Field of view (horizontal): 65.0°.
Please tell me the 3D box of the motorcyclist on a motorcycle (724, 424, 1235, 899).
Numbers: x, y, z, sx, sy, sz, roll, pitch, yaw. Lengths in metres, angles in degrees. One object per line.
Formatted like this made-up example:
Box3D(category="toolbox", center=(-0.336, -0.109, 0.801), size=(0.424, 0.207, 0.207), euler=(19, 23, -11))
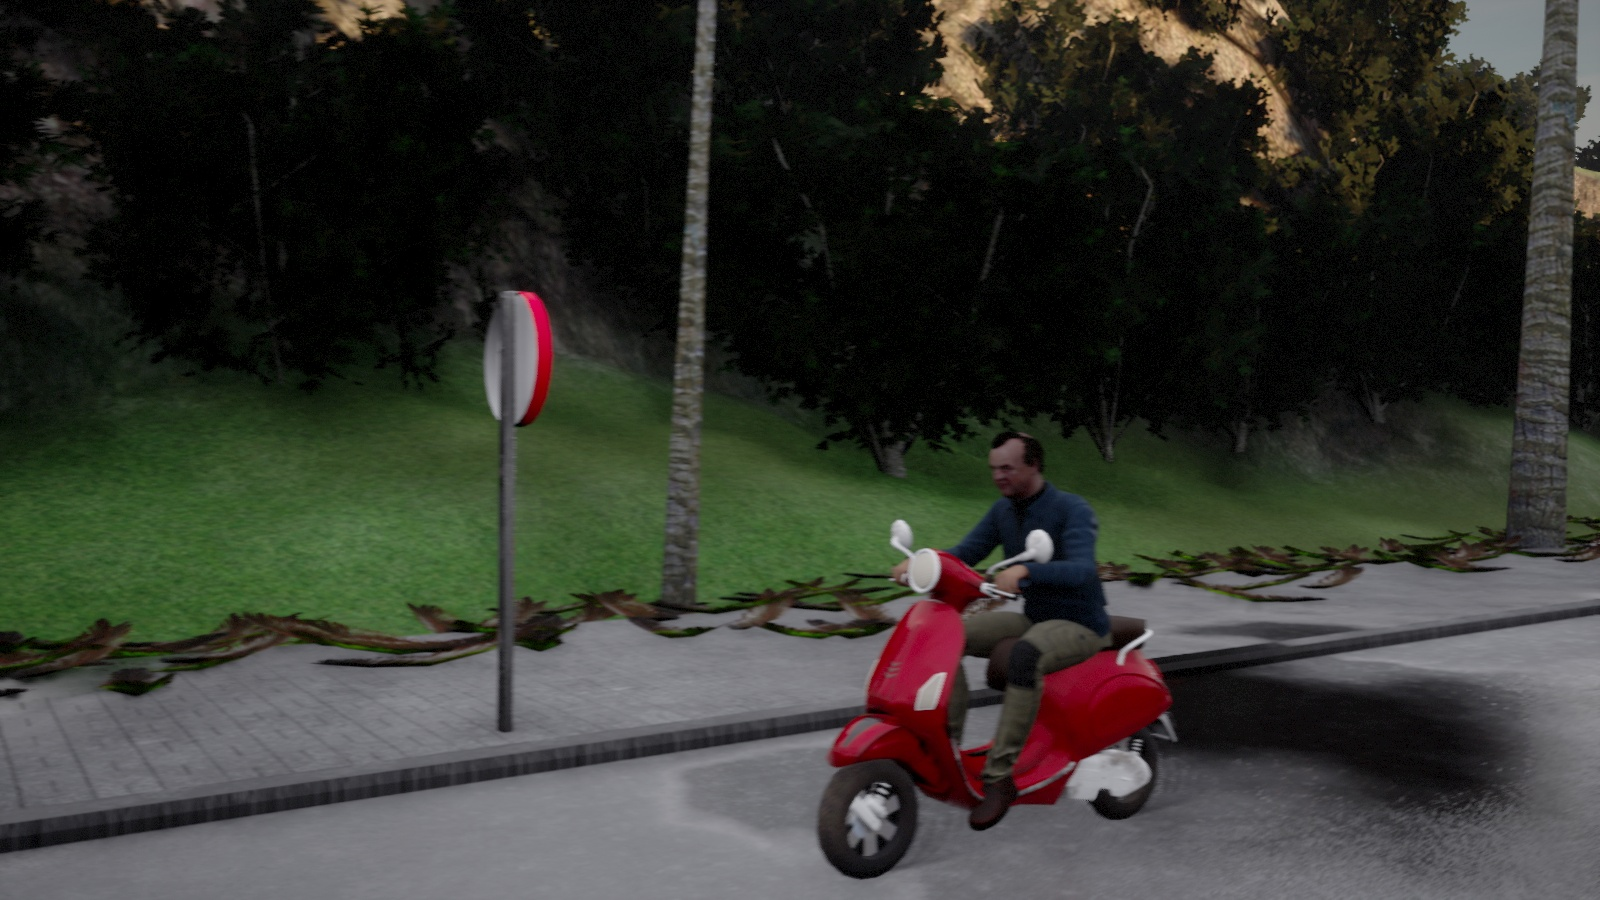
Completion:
Box3D(category="motorcyclist on a motorcycle", center=(0.716, 0.720, 4.766), size=(1.817, 1.590, 0.866), euler=(0, 0, -35))
